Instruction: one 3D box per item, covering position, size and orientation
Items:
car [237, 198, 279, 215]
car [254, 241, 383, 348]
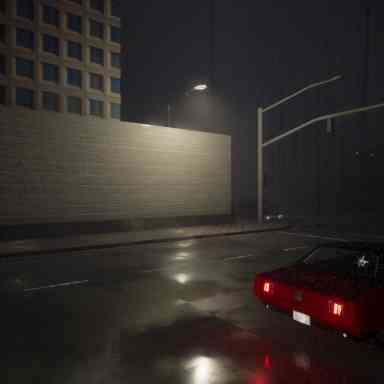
[{"bbox_3d":[6.863,1.407,34.721,2.097,1.767,4.553,0,0,-35],"label":"car"},{"bbox_3d":[3.467,1.601,6.259,4.718,1.301,1.895,0,0,-35],"label":"car"}]
